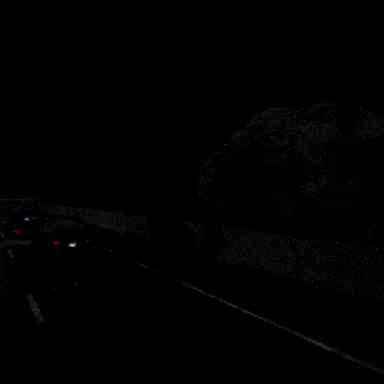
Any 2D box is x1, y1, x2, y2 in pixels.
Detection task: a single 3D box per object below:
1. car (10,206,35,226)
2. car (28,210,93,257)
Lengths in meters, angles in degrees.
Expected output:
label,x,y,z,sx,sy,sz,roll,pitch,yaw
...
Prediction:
label,x,y,z,sx,sy,sz,roll,pitch,yaw
car,-13.374,1.828,26.483,1.812,1.442,4.674,1,-1,-31
car,-5.442,1.694,13.763,1.812,1.442,4.674,1,-1,-31
